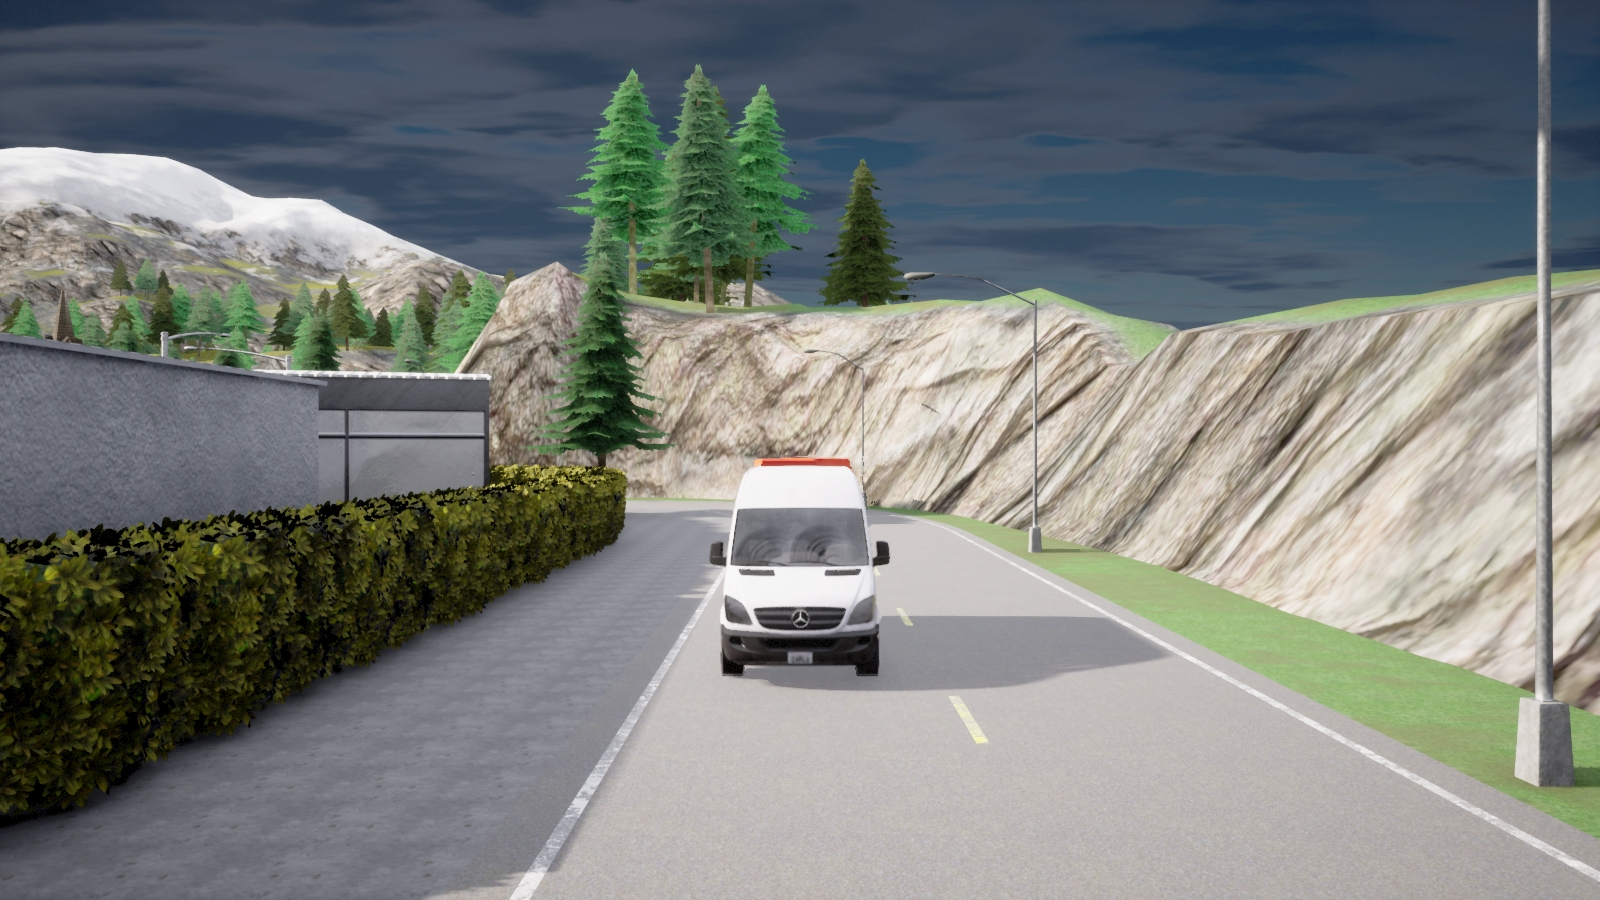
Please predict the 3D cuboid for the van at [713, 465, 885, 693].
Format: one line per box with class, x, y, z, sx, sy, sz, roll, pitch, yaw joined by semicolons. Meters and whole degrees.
van;-0.010;1.531;16.174;1.988;2.561;5.915;0;0;0
